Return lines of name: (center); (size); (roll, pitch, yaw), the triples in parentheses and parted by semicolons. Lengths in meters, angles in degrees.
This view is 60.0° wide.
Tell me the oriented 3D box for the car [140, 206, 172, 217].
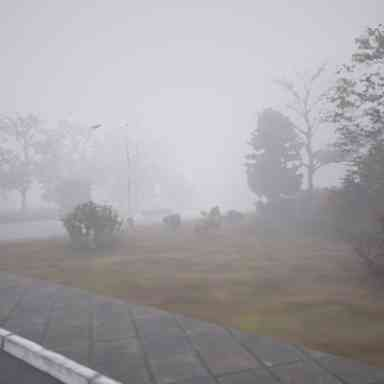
car: (-4.669, 2.538, 43.762); (1.895, 1.301, 4.718); (-3, -2, 32)
